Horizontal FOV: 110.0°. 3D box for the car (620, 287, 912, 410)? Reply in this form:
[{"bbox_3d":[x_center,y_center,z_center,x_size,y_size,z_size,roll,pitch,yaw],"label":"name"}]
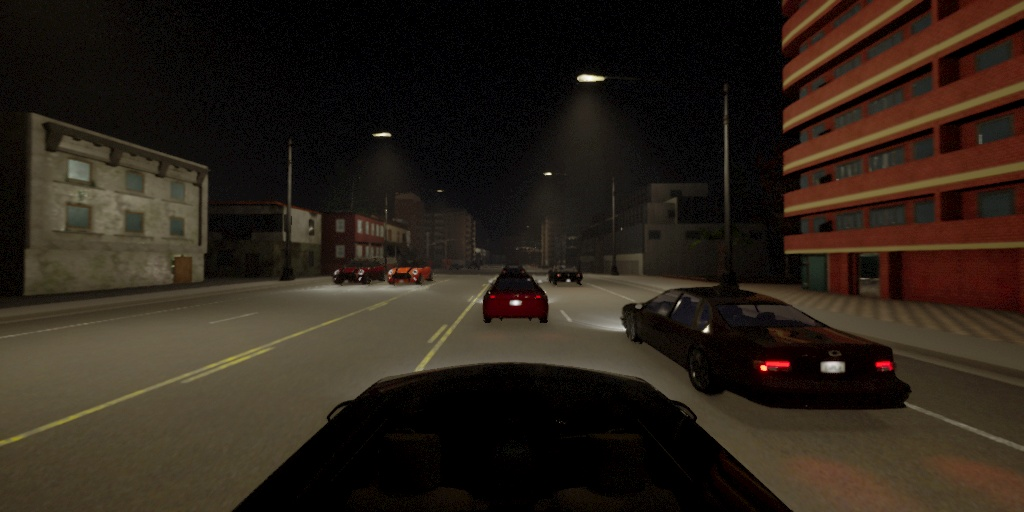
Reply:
[{"bbox_3d":[3.598,1.280,6.526,2.033,1.411,5.357,0,0,0],"label":"car"}]

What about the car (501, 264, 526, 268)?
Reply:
[{"bbox_3d":[0.123,1.287,27.465,1.994,1.385,4.181,0,-1,0],"label":"car"}]

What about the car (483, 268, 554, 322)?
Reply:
[{"bbox_3d":[0.107,1.274,12.065,1.994,1.385,4.181,0,0,0],"label":"car"}]

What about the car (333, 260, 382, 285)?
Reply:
[{"bbox_3d":[-10.574,1.051,25.144,2.097,1.767,4.553,0,0,0],"label":"car"}]

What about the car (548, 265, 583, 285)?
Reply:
[{"bbox_3d":[3.620,1.305,25.151,1.895,1.301,4.718,0,0,0],"label":"car"}]

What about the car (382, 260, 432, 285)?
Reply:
[{"bbox_3d":[-7.074,1.053,25.173,2.097,1.767,4.553,0,0,0],"label":"car"}]
